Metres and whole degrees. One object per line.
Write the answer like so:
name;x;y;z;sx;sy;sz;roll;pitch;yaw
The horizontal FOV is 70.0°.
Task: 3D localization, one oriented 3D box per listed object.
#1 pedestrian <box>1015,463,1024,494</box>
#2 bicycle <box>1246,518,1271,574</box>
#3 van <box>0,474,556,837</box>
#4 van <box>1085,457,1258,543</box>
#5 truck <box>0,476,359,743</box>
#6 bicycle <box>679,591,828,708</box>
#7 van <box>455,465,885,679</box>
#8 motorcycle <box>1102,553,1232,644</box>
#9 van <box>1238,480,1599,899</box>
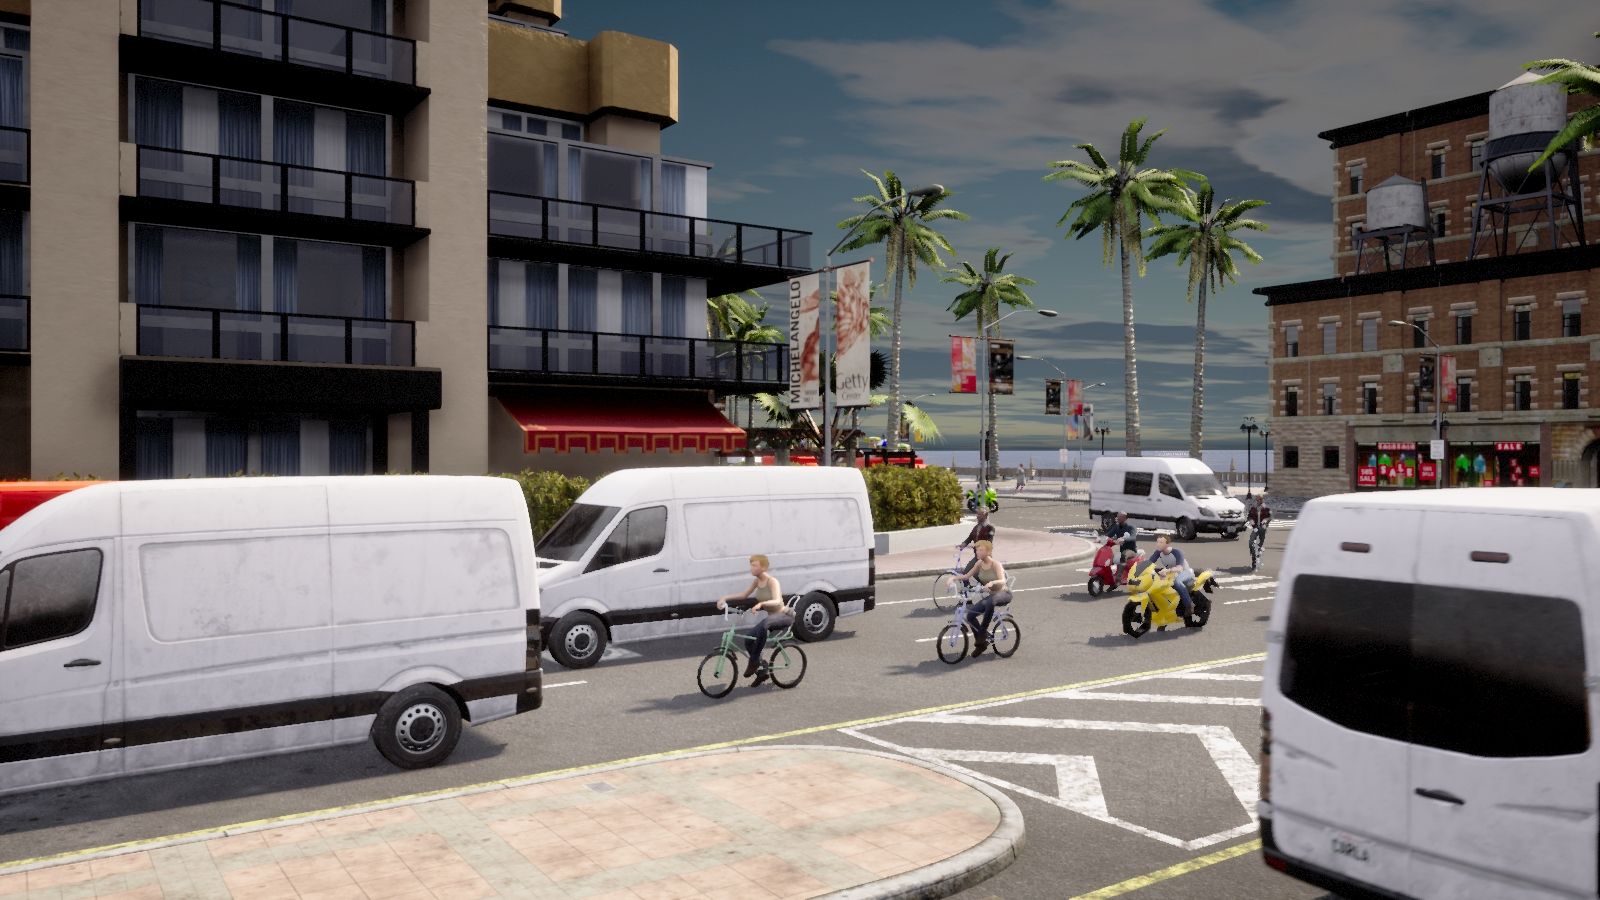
pedestrian;13.221;1.696;68.769;0.375;1.860;0.375;0;0;-43
bicycle;10.671;2.210;26.571;0.329;1.171;1.835;0;0;29
van;-5.291;1.534;9.872;5.915;2.561;1.988;0;0;-34
van;12.042;1.534;37.559;1.988;2.561;5.915;0;0;-23
truck;-7.828;1.568;12.387;5.204;2.467;2.627;0;0;-35
bicycle;-0.533;2.256;13.140;1.487;1.080;0.859;0;0;-35
van;-1.725;1.534;16.503;5.915;2.561;1.988;0;0;-34
motorcycle;5.572;2.213;17.294;2.033;1.145;0.803;0;0;-34
van;5.568;1.534;7.562;5.915;2.561;1.988;0;0;-35
